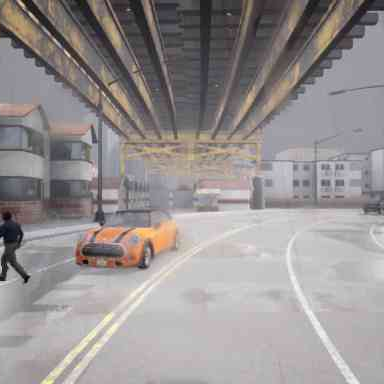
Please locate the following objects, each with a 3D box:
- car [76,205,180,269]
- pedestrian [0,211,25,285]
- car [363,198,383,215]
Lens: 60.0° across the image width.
[{"bbox_3d":[-1.935,1.363,11.317,2.097,1.767,4.553,0,0,14],"label":"car"},{"bbox_3d":[-4.486,1.305,8.198,0.375,1.860,0.375,1,-1,10],"label":"pedestrian"},{"bbox_3d":[21.290,1.769,37.403,4.902,1.511,2.128,2,-1,-32],"label":"car"}]
